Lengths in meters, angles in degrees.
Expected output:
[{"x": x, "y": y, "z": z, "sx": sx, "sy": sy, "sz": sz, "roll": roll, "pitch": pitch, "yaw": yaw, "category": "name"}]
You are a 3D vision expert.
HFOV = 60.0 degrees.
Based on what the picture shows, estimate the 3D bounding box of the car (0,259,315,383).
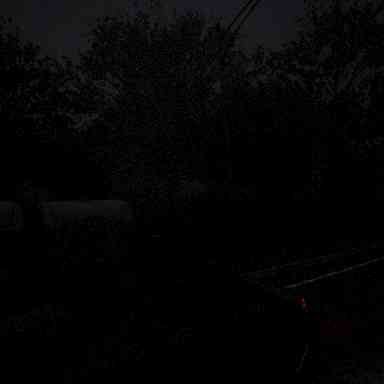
[{"x": -0.468, "y": 1.563, "z": 3.823, "sx": 4.181, "sy": 1.385, "sz": 1.994, "roll": 0, "pitch": 0, "yaw": -37, "category": "car"}]
